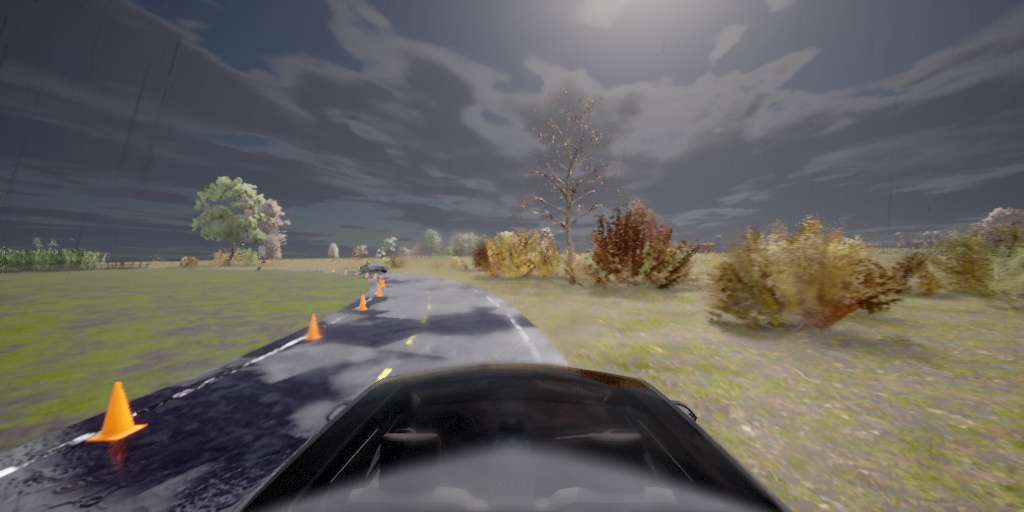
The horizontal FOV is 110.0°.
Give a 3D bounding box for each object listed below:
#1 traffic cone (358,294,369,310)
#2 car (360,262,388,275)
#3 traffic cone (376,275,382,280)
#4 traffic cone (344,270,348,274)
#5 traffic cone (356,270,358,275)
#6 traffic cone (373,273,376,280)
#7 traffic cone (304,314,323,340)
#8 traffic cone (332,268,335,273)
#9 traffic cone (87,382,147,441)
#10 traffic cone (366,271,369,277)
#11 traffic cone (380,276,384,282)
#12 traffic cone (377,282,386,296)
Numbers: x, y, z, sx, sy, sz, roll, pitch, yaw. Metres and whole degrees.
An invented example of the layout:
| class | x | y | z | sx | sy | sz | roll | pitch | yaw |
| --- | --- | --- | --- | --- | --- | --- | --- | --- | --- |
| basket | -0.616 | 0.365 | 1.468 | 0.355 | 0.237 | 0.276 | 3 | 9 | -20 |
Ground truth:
| class | x | y | z | sx | sy | sz | roll | pitch | yaw |
| --- | --- | --- | --- | --- | --- | --- | --- | --- | --- |
| traffic cone | -5.684 | 1.754 | 13.682 | 0.340 | 0.580 | 0.340 | 0 | 0 | -11 |
| car | -16.198 | 1.432 | 41.892 | 2.033 | 1.411 | 5.357 | 0 | 0 | -37 |
| traffic cone | -10.006 | 1.779 | 27.446 | 0.340 | 0.580 | 0.340 | 0 | 0 | -24 |
| traffic cone | -20.231 | 1.856 | 43.702 | 0.340 | 0.580 | 0.340 | 0 | 0 | -41 |
| traffic cone | -17.233 | 1.830 | 39.932 | 0.340 | 0.580 | 0.340 | 0 | 0 | -36 |
| traffic cone | -12.107 | 1.791 | 31.781 | 0.340 | 0.580 | 0.340 | 0 | 0 | -28 |
| traffic cone | -4.930 | 1.748 | 8.923 | 0.340 | 0.580 | 0.340 | 0 | 0 | -7 |
| traffic cone | -23.497 | 1.885 | 47.245 | 0.340 | 0.580 | 0.340 | 0 | 0 | -45 |
| traffic cone | -4.527 | 1.744 | 4.123 | 0.340 | 0.580 | 0.340 | 0 | 0 | -3 |
| traffic cone | -14.520 | 1.808 | 35.951 | 0.340 | 0.580 | 0.340 | 0 | 0 | -32 |
| traffic cone | -8.229 | 1.770 | 22.968 | 0.340 | 0.580 | 0.340 | 0 | 0 | -20 |
| traffic cone | -6.786 | 1.761 | 18.372 | 0.340 | 0.580 | 0.340 | 0 | 0 | -15 |
